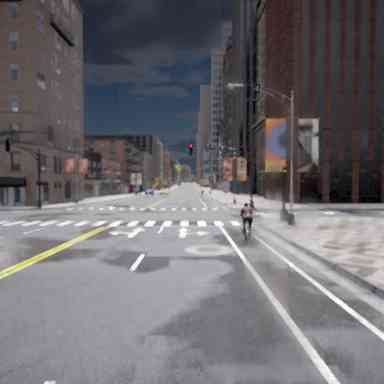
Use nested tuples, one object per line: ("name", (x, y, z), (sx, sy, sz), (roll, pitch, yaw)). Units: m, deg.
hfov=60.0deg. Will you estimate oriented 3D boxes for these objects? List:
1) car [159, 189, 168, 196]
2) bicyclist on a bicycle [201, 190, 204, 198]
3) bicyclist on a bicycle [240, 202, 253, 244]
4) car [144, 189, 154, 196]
("car", (-6.497, 0.022, 76.337), (1.882, 1.535, 5.008), (0, 1, 0))
("bicyclist on a bicycle", (2.254, 0.361, 72.146), (0.659, 1.776, 1.843), (0, 1, 0))
("bicyclist on a bicycle", (2.252, 1.253, 13.637), (0.582, 1.620, 1.656), (0, 0, 0))
("car", (-9.747, 0.068, 76.338), (1.812, 1.442, 4.674), (0, 1, 0))
